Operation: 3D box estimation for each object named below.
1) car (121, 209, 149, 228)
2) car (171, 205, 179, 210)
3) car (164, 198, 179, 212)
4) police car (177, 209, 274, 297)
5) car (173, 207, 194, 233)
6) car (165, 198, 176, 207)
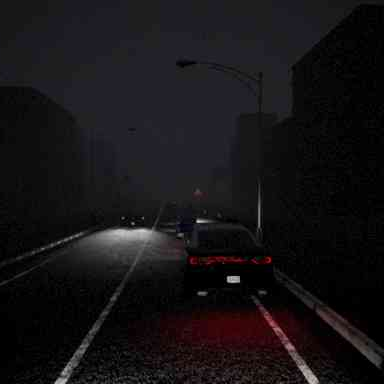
[{"bbox_3d":[-4.444,2.030,26.385,1.895,1.301,4.718,0,-1,-4],"label":"car"},{"bbox_3d":[-0.419,1.904,24.788,1.812,1.442,4.674,0,-1,-4],"label":"car"},{"bbox_3d":[-2.784,1.952,45.394,2.128,1.511,4.902,0,-1,-4],"label":"car"},{"bbox_3d":[0.652,1.472,8.848,1.930,1.638,5.238,0,-1,-3],"label":"police car"},{"bbox_3d":[0.009,1.753,18.794,1.812,1.442,4.674,0,-1,-4],"label":"car"},{"bbox_3d":[-3.780,1.793,59.148,1.895,1.301,4.718,0,2,-4],"label":"car"}]
